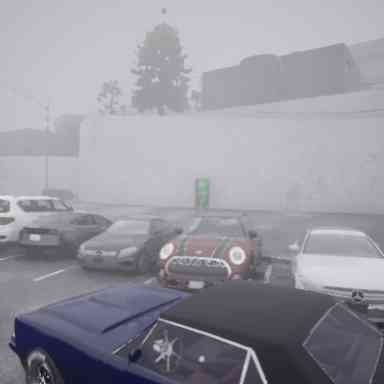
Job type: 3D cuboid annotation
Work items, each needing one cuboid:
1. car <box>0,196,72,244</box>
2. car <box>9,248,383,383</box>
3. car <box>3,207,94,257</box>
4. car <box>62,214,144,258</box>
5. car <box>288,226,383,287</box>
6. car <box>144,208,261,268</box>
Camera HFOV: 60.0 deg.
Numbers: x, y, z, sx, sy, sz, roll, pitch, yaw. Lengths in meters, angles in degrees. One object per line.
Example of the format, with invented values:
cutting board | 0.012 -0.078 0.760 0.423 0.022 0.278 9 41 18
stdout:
car | -6.647 1.188 14.265 2.435 2.045 5.566 1 0 15
car | 0.236 1.599 3.210 4.718 1.301 1.895 0 0 36
car | -4.209 1.486 12.521 2.163 1.488 4.792 0 -1 16
car | -1.760 1.514 10.745 2.002 1.452 4.674 1 0 16
car | 3.123 1.525 7.259 2.002 1.452 4.674 1 -1 16
car | 0.690 1.354 9.032 2.185 1.767 4.553 1 -1 16
